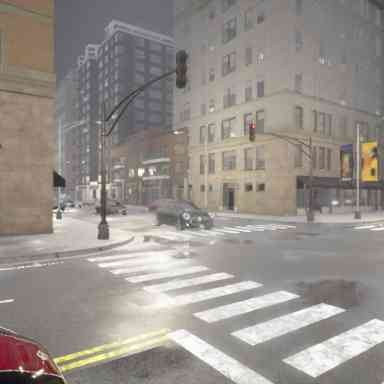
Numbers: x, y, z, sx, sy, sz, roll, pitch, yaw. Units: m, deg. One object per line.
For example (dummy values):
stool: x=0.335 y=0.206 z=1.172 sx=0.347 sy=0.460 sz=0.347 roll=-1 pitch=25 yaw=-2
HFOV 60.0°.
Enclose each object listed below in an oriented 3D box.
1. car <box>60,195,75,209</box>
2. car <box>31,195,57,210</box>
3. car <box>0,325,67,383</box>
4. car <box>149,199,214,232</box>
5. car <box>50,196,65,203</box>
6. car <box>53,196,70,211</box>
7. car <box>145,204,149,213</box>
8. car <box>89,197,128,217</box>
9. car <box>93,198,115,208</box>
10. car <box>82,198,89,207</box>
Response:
car: x=-16.972 y=1.455 z=44.243 sx=2.128 sy=1.511 sz=4.902 roll=0 pitch=0 yaw=-35
car: x=-19.190 y=1.268 z=42.953 sx=2.192 sy=1.841 sz=5.009 roll=0 pitch=0 yaw=-35
car: x=-2.843 y=1.352 z=1.441 sx=4.553 sy=1.767 sz=2.097 roll=0 pitch=0 yaw=-36
car: x=-0.564 y=1.334 z=20.257 sx=2.097 sy=1.767 sz=4.553 roll=0 pitch=0 yaw=-30
car: x=-28.333 y=1.561 z=69.863 sx=1.947 sy=1.339 sz=4.313 roll=0 pitch=0 yaw=-35
car: x=-16.051 y=1.520 z=38.494 sx=1.947 sy=1.339 sz=4.313 roll=0 pitch=0 yaw=-35
car: x=-3.207 y=1.428 z=34.196 sx=1.967 sy=1.590 sz=4.097 roll=0 pitch=0 yaw=-35
car: x=-7.657 y=1.474 z=30.983 sx=1.837 sy=1.490 sz=4.892 roll=0 pitch=0 yaw=-35
car: x=-12.629 y=1.564 z=47.571 sx=1.802 sy=1.307 sz=4.206 roll=0 pitch=0 yaw=-35
car: x=-15.868 y=1.508 z=52.168 sx=1.752 sy=1.417 sz=4.829 roll=0 pitch=0 yaw=-35
